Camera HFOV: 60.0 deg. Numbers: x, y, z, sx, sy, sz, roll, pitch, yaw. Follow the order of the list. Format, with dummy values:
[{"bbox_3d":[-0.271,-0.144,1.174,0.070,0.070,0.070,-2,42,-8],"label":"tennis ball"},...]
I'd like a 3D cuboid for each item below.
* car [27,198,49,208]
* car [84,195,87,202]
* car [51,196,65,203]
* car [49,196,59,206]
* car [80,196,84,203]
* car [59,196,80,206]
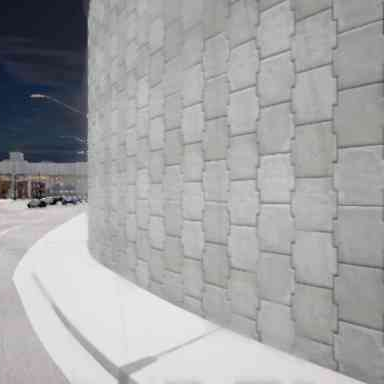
[{"bbox_3d":[-23.336,1.714,50.086,1.994,1.385,4.181,0,0,-13],"label":"car"},{"bbox_3d":[-28.017,1.774,86.135,2.128,1.511,4.902,0,0,-13],"label":"car"},{"bbox_3d":[-27.590,1.535,68.618,1.837,1.490,4.892,0,0,-13],"label":"car"},{"bbox_3d":[-25.511,1.741,59.555,1.994,1.385,4.181,0,0,-13],"label":"car"},{"bbox_3d":[-24.171,1.557,69.368,1.812,1.442,4.674,0,0,-13],"label":"car"},{"bbox_3d":[-21.928,1.526,59.588,2.097,1.767,4.553,0,0,-13],"label":"car"}]
